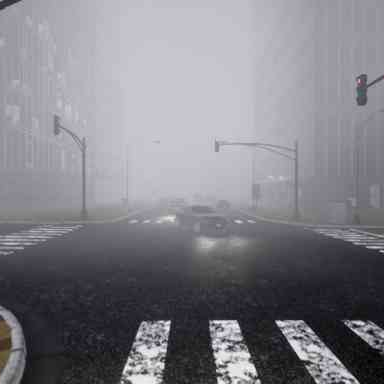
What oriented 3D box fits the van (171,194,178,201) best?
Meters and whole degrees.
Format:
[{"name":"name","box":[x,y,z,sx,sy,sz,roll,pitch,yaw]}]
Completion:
[{"name":"van","box":[-4.454,1.313,85.976,1.690,1.788,3.998,0,0,0]}]

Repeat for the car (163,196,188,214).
[{"name":"car","box":[-1.619,1.503,35.678,2.128,1.511,4.902,0,0,0]}]

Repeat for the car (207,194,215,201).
[{"name":"car","box":[3.588,1.311,63.923,2.192,1.841,5.009,0,0,0]}]

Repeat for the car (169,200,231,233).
[{"name":"car","box":[0.468,1.499,20.079,1.882,1.535,5.008,-1,0,-23]}]

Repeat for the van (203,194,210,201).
[{"name":"van","box":[3.466,1.319,80.506,1.690,1.788,3.998,0,0,0]}]

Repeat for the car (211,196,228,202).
[{"name":"car","box":[3.799,1.578,41.815,1.947,1.339,4.313,0,0,0]}]

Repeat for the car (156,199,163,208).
[{"name":"car","box":[-4.171,1.591,47.283,1.802,1.307,4.206,0,0,0]}]

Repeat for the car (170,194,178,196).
[{"name":"car","box":[-4.292,1.562,63.866,1.947,1.339,4.313,0,0,0]}]

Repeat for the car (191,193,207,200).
[{"name":"car","box":[1.134,1.221,62.468,2.150,2.045,5.566,0,0,0]}]

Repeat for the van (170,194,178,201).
[{"name":"van","box":[-4.414,1.319,80.448,1.690,1.788,3.998,0,0,0]}]

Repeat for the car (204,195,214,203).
[{"name":"car","box":[3.548,1.430,69.452,1.967,1.590,4.097,0,0,0]}]

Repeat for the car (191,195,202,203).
[{"name":"car","box":[0.957,1.511,73.157,2.128,1.511,4.902,0,0,0]}]
